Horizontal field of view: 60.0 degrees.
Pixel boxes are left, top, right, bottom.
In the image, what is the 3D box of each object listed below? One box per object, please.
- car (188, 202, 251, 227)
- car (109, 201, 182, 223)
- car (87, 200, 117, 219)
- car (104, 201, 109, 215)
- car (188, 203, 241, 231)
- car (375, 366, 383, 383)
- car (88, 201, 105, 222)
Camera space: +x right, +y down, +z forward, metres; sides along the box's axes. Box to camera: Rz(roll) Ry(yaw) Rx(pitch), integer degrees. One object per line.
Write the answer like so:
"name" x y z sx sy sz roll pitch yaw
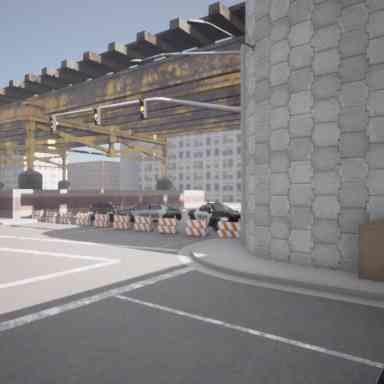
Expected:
"car" 1.553 1.295 20.674 1.853 1.218 4.536 0 0 -25
"car" -3.145 1.295 23.205 4.536 1.218 1.853 0 0 0
"car" -6.905 1.295 26.005 1.853 1.218 4.536 0 0 -10
"car" -3.197 1.452 23.205 4.974 1.542 2.038 0 0 0
"car" 1.575 1.452 20.627 2.038 1.542 4.974 0 0 -25
"car" 3.477 1.601 1.492 4.718 1.301 1.895 0 0 36
"car" -6.896 1.452 25.954 2.038 1.542 4.974 0 0 -10
